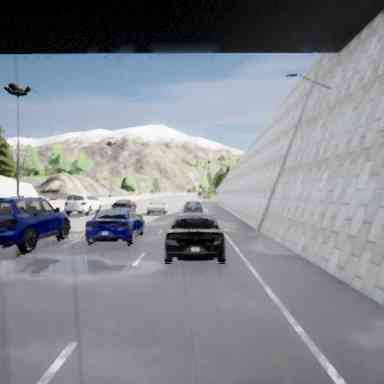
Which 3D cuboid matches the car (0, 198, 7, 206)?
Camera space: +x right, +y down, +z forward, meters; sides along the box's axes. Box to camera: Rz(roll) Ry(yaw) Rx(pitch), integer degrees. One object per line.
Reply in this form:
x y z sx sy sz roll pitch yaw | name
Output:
-31.518 1.605 52.705 1.895 1.301 4.718 0 0 0 | car

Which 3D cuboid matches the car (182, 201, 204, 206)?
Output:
0.089 1.520 30.877 2.033 1.411 5.357 0 0 0 | car

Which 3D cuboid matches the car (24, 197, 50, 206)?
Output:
-24.518 1.466 52.707 1.895 1.301 4.718 0 0 0 | car

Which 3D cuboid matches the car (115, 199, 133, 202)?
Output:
-6.912 1.447 34.294 1.882 1.535 5.008 0 0 0 | car

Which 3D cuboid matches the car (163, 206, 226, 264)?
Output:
0.095 1.467 11.865 1.882 1.535 5.008 0 0 0 | car

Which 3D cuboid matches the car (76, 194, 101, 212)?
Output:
-10.411 1.193 32.025 2.150 2.045 5.566 0 0 0 | car

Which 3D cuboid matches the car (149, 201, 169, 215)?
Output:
-3.412 1.571 33.809 1.895 1.301 4.718 0 0 0 | car

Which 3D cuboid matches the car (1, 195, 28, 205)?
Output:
-28.018 1.194 52.735 1.812 1.442 4.674 0 0 0 | car

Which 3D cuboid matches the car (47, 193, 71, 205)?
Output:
-21.018 1.026 52.767 2.097 1.767 4.553 0 0 0 | car

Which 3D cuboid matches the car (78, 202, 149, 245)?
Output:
-3.406 1.464 15.467 1.882 1.535 5.008 0 0 0 | car

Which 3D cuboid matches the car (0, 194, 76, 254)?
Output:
-6.906 1.209 13.579 2.150 2.045 5.566 0 0 0 | car
